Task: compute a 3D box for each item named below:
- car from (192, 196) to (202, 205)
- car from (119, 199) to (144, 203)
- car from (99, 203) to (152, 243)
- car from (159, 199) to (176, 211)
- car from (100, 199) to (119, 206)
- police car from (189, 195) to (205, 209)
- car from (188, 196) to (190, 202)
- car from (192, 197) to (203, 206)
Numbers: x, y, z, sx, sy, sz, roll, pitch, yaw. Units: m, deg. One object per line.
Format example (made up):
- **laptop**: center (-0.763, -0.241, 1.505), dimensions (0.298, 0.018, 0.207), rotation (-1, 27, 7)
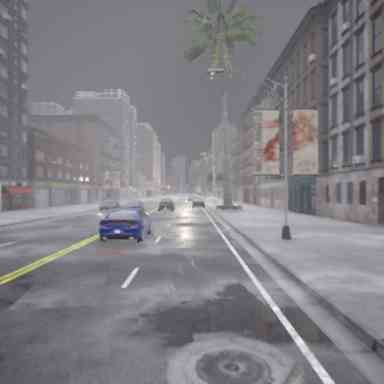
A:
- **car**: center (0.952, 1.646, 65.113), dimensions (1.801, 1.575, 5.366), rotation (0, 0, 0)
- **car**: center (-6.601, 1.591, 38.314), dimensions (1.882, 1.535, 5.008), rotation (0, 0, 0)
- **car**: center (-3.154, 1.527, 16.539), dimensions (1.882, 1.535, 5.008), rotation (0, 0, 0)
- **car**: center (-3.165, 1.629, 42.248), dimensions (1.837, 1.490, 4.892), rotation (0, 0, 0)
- **car**: center (-9.842, 1.625, 40.297), dimensions (1.837, 1.490, 4.892), rotation (0, -1, 0)
- **police car**: center (0.958, 1.569, 49.033), dimensions (1.930, 1.638, 5.238), rotation (0, 0, 0)
- **car**: center (-0.028, 1.683, 83.148), dimensions (1.994, 1.385, 4.181), rotation (0, 0, 0)
- **car**: center (0.954, 1.628, 59.113), dimensions (1.801, 1.575, 5.366), rotation (0, 0, 0)
